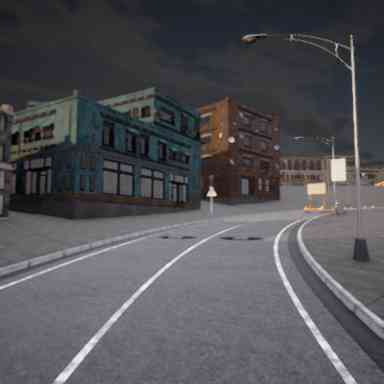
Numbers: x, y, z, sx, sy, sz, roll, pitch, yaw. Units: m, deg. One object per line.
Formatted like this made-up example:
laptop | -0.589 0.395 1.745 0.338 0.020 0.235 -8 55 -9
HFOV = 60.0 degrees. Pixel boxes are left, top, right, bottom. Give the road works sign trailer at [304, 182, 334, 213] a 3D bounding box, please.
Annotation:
road works sign trailer | 14.924 0.677 39.465 2.880 3.560 2.380 0 -3 -42

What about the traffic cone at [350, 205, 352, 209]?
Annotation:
traffic cone | 23.544 2.264 49.308 0.340 0.580 0.340 1 -4 -43

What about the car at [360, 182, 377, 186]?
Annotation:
car | 43.391 -1.744 84.165 4.674 1.452 2.002 0 -5 -3

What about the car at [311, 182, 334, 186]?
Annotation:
car | 32.331 -1.805 83.748 4.892 1.521 2.231 0 -5 -2

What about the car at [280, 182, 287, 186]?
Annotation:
car | 21.393 -1.898 83.460 4.553 1.767 2.185 0 -5 -2

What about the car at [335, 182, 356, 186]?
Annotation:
car | 37.849 -1.807 83.907 4.892 1.521 2.231 0 -5 -2
